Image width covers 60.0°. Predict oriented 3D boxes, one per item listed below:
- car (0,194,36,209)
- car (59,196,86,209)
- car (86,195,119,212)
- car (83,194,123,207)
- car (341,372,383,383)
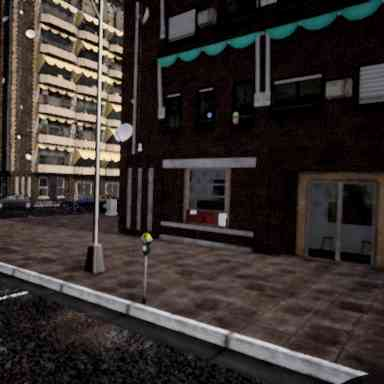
[{"bbox_3d":[-17.456,0.908,32.136,2.008,1.369,4.403,2,1,36],"label":"car"},{"bbox_3d":[-11.710,1.110,35.568,1.895,1.301,4.718,3,1,36],"label":"car"},{"bbox_3d":[-7.438,1.292,31.612,1.947,1.339,4.313,2,1,36],"label":"car"},{"bbox_3d":[-10.889,0.997,41.043,1.887,1.381,4.507,2,1,36],"label":"car"},{"bbox_3d":[2.660,1.586,1.117,4.403,1.369,2.008,2,2,36],"label":"car"}]
